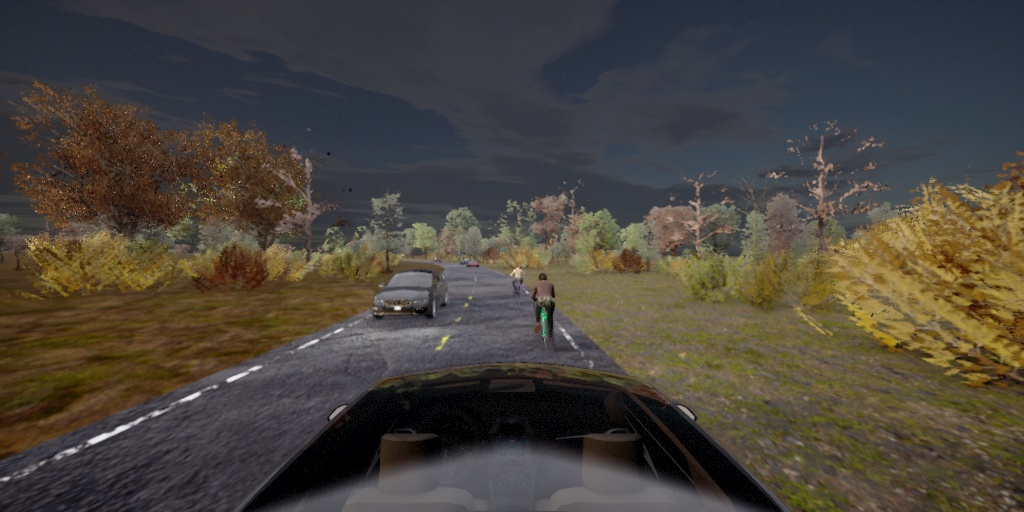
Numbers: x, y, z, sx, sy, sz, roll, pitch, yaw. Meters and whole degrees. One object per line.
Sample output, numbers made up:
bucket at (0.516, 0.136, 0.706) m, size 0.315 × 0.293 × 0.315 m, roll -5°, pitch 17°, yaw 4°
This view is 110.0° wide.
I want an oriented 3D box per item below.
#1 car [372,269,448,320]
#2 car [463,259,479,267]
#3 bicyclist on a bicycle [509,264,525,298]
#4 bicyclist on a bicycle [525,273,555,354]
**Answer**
car at (-3.425, 1.255, 12.819) m, size 1.837 × 1.490 × 4.892 m, roll 0°, pitch 0°, yaw -3°
car at (-7.040, 1.304, 63.672) m, size 1.994 × 1.385 × 4.181 m, roll 0°, pitch 0°, yaw -12°
bicyclist on a bicycle at (0.283, 1.186, 17.590) m, size 0.866 × 1.612 × 1.509 m, roll 0°, pitch 0°, yaw -4°
bicyclist on a bicycle at (0.695, 1.203, 7.805) m, size 0.582 × 1.620 × 1.656 m, roll 0°, pitch 0°, yaw -1°
